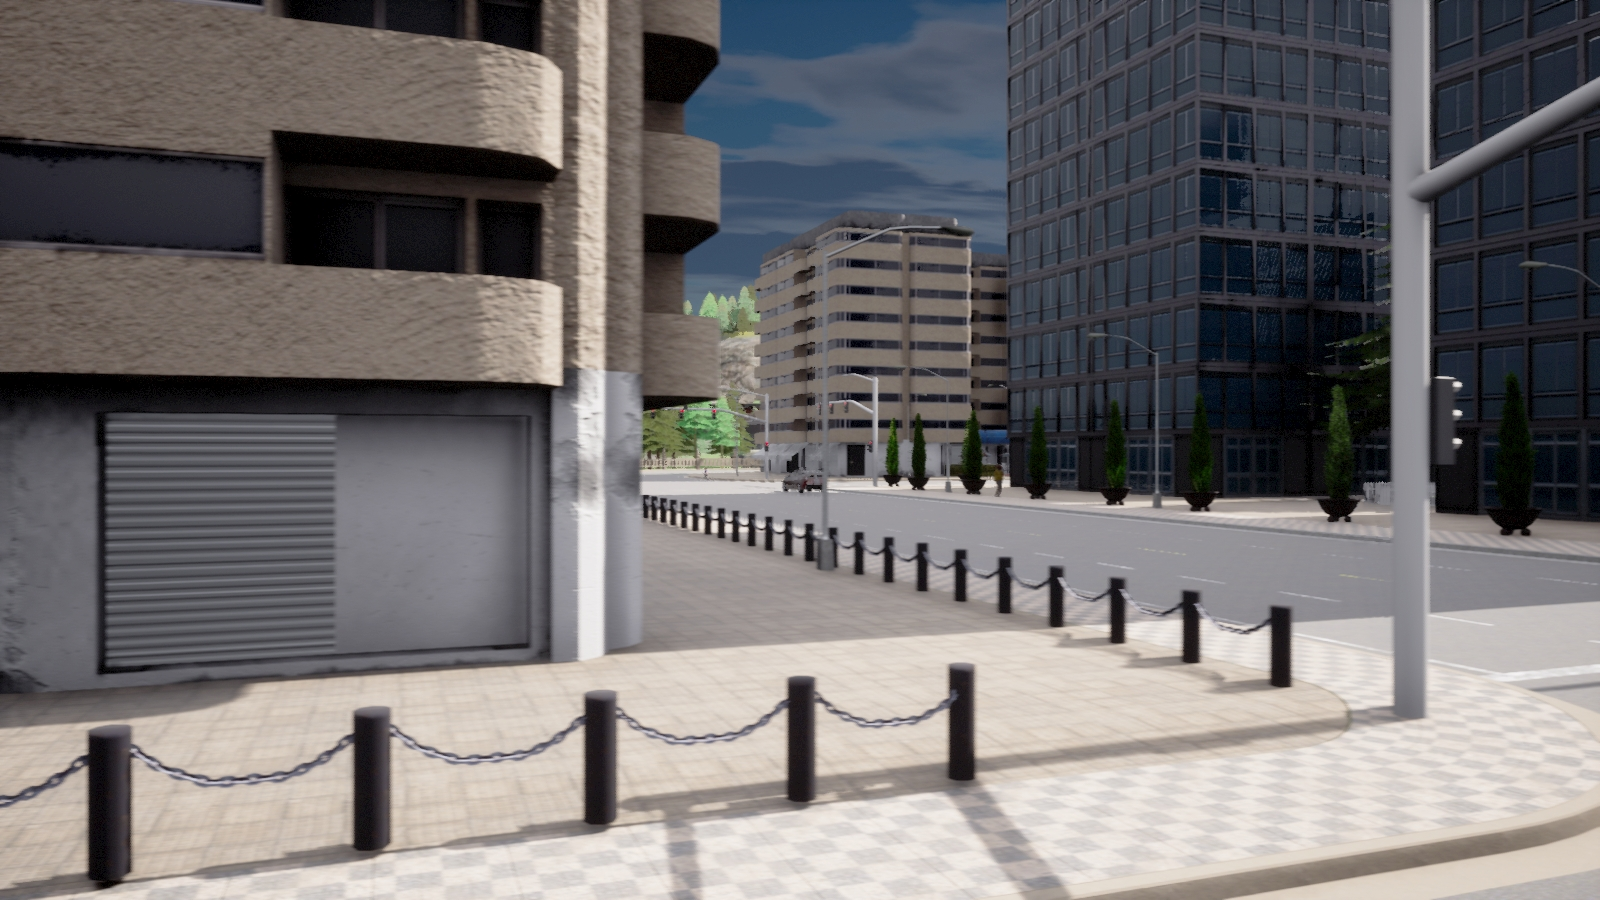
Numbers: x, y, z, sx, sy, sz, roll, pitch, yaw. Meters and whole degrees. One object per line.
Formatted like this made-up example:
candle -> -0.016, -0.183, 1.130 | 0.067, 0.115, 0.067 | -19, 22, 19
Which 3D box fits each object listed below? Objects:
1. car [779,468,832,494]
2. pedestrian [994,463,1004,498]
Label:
car -> 0.307, 1.983, 73.536 | 2.007, 1.525, 4.514 | 0, 0, -20
pedestrian -> 10.645, 1.641, 61.162 | 0.375, 1.860, 0.375 | 0, 0, -20
